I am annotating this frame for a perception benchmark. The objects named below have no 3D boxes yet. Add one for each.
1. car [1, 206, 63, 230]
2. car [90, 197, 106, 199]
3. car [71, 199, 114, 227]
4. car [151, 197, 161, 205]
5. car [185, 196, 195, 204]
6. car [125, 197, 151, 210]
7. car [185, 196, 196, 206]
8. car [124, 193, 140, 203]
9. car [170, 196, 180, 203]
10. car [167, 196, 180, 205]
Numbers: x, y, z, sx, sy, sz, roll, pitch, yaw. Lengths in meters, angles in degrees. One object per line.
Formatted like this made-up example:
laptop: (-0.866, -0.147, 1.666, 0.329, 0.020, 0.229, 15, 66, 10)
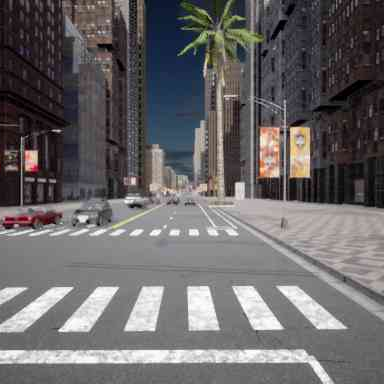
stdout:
car: (-9.971, 1.604, 21.077, 1.895, 1.301, 4.718, 0, 0, 0)
car: (-10.050, 1.363, 35.063, 2.097, 1.767, 4.553, 0, 0, 0)
car: (-6.730, 1.496, 22.861, 2.128, 1.511, 4.902, 0, 0, 0)
car: (-6.849, 1.657, 60.654, 1.994, 1.385, 4.181, 0, 0, 0)
car: (-0.382, 1.539, 66.524, 1.882, 1.535, 5.008, 0, 0, 0)
car: (-6.840, 1.618, 42.338, 1.895, 1.301, 4.718, 0, 0, 0)
car: (-0.322, 1.586, 56.102, 2.033, 1.411, 5.357, 0, 0, 0)
car: (-10.108, 1.264, 57.335, 2.150, 2.045, 5.566, 0, 0, 0)
car: (-3.550, 1.595, 69.842, 1.812, 1.442, 4.674, 0, 0, 0)
car: (-3.497, 1.647, 59.733, 1.895, 1.301, 4.718, 0, 0, -1)
